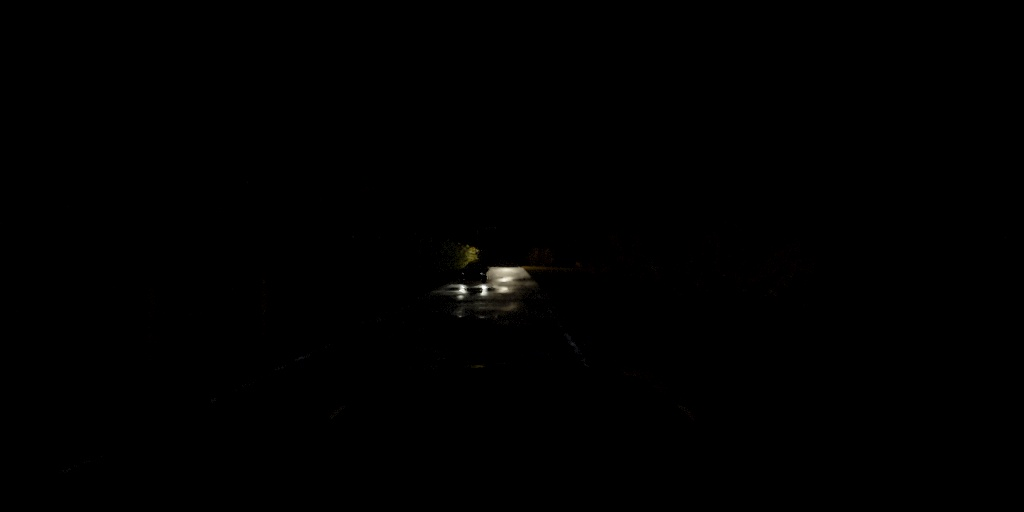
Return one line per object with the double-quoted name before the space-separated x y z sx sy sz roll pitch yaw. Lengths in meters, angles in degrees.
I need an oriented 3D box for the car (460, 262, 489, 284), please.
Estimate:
"car" -2.810 1.254 27.657 1.882 1.535 5.008 0 0 0
